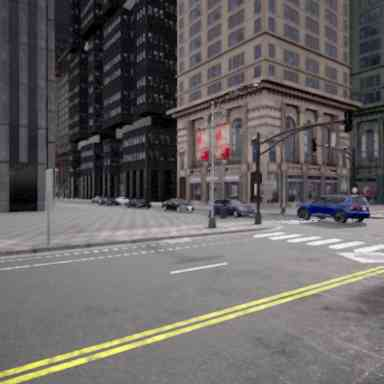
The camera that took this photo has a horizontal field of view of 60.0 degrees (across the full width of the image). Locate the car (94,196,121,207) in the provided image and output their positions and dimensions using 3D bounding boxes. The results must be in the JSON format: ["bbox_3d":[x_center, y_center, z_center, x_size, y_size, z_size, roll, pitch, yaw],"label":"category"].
[{"bbox_3d":[-13.642,1.628,54.289,2.033,1.411,5.357,0,0,-35],"label":"car"}]

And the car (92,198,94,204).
[{"bbox_3d":[-18.366,1.585,66.002,2.128,1.511,4.902,0,0,-36],"label":"car"}]

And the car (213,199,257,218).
[{"bbox_3d":[3.742,1.397,30.268,2.097,1.767,4.553,0,0,-36],"label":"car"}]

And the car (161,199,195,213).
[{"bbox_3d":[-1.628,1.546,37.666,2.128,1.511,4.902,0,0,-36],"label":"car"}]

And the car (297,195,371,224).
[{"bbox_3d":[10.627,1.247,25.342,2.150,2.045,5.566,1,0,-28],"label":"car"}]

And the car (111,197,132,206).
[{"bbox_3d":[-12.263,1.604,57.769,1.812,1.442,4.674,0,0,-36],"label":"car"}]

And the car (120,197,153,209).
[{"bbox_3d":[-7.421,1.614,45.659,2.033,1.411,5.357,0,0,-36],"label":"car"}]
